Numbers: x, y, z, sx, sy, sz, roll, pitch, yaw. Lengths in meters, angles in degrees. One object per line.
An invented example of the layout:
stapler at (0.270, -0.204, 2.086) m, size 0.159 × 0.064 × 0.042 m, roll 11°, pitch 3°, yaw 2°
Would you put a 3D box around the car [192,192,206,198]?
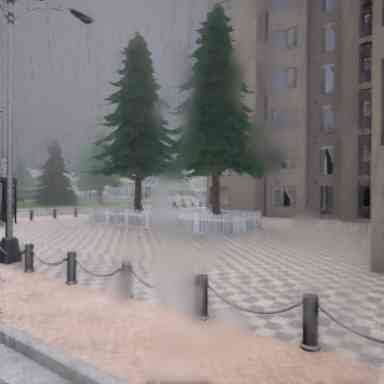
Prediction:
car at (2.704, 0.927, 93.186) m, size 3.806 × 1.475 × 1.970 m, roll 1°, pitch 0°, yaw 35°
